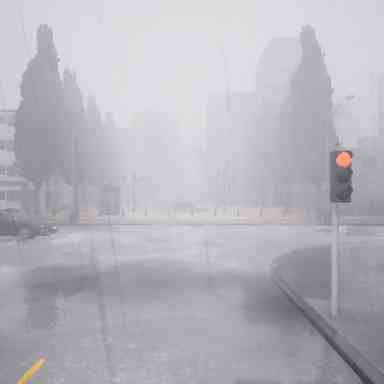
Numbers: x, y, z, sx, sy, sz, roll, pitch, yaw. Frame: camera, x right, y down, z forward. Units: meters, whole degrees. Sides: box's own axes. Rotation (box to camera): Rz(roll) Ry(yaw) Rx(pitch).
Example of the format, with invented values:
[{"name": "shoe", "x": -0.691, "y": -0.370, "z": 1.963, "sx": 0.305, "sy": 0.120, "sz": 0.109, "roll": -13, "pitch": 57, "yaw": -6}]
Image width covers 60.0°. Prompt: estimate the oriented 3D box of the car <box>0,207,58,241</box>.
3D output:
[{"name": "car", "x": -9.045, "y": 1.500, "z": 16.113, "sx": 4.892, "sy": 1.490, "sz": 1.837, "roll": 0, "pitch": 0, "yaw": 1}]
